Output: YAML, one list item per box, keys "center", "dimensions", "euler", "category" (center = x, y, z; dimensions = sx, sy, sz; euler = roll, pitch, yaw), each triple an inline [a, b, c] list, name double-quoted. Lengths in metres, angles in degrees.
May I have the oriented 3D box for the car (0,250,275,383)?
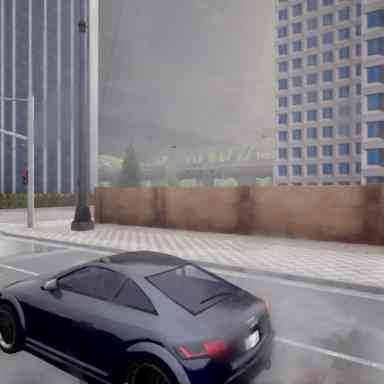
- center: [-1.000, 1.564, 4.717]
  dimensions: [4.181, 1.385, 1.994]
  euler: [0, 0, 35]
  category: "car"
